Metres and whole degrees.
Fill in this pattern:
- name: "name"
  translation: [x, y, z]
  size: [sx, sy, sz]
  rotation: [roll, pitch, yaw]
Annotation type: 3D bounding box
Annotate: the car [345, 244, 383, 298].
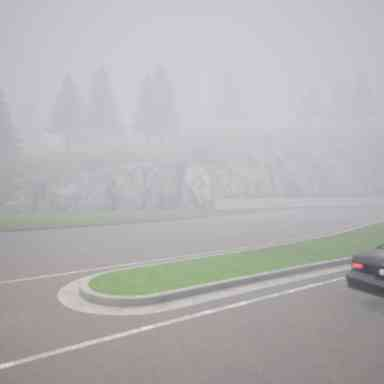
- name: "car"
  translation: [5.727, 1.527, 7.376]
  size: [5.357, 1.411, 2.033]
  rotation: [0, 0, -31]
